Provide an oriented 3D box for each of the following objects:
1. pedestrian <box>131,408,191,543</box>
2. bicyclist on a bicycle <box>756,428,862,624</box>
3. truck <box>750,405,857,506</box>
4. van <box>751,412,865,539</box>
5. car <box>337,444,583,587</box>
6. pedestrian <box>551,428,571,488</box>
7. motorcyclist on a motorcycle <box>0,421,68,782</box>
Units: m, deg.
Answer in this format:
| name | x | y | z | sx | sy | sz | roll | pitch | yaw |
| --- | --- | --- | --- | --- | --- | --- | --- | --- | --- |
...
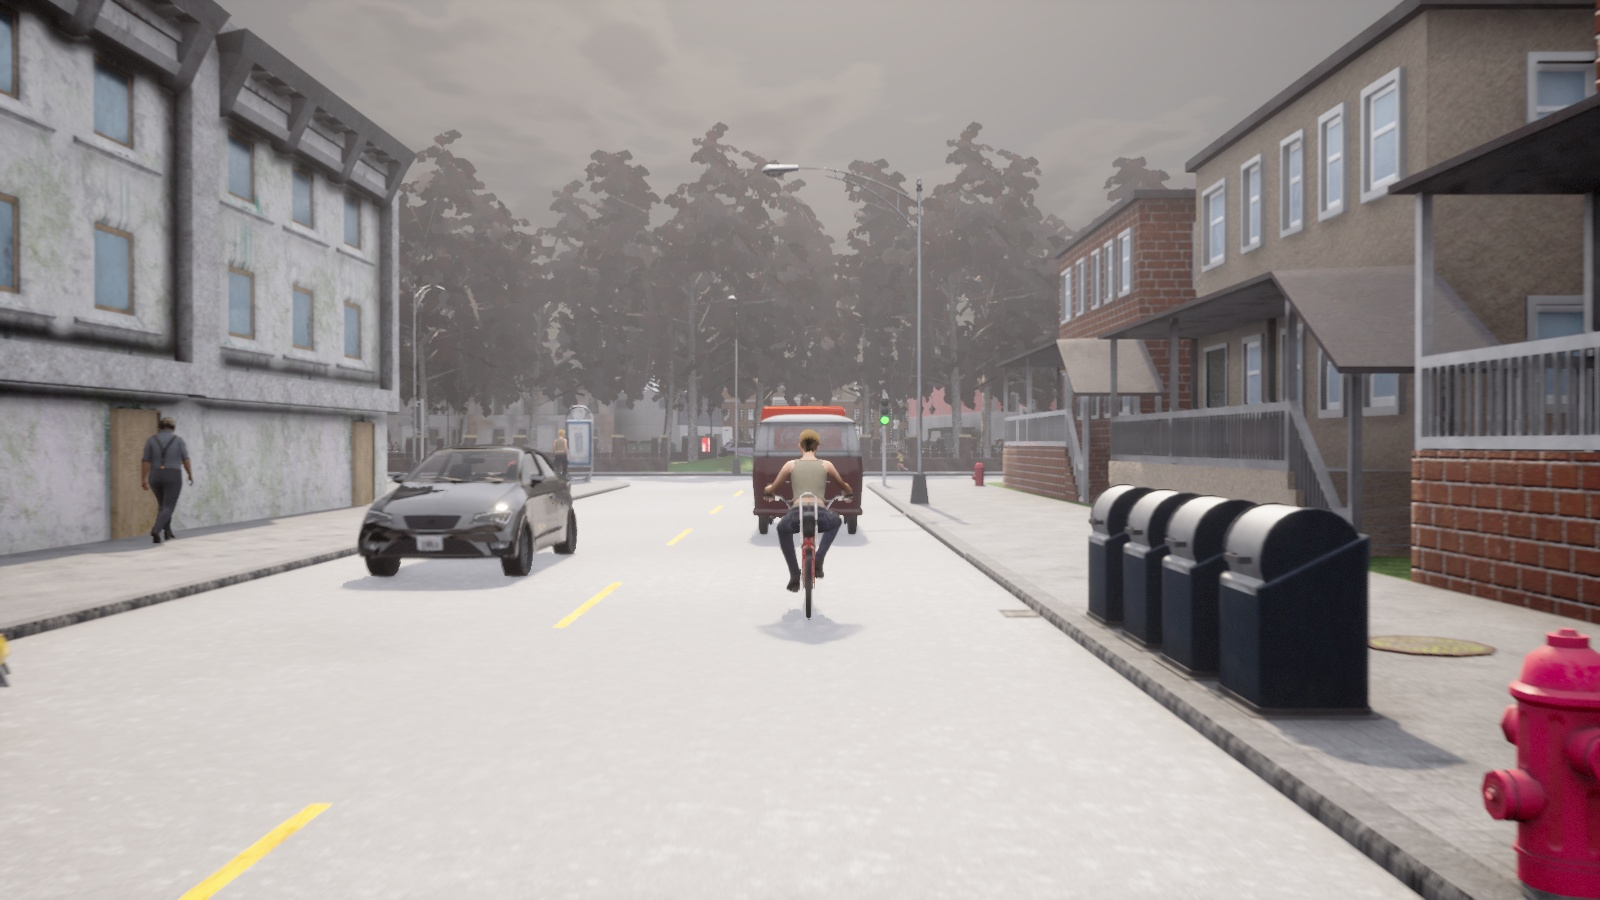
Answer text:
| name | x | y | z | sx | sy | sz | roll | pitch | yaw |
| --- | --- | --- | --- | --- | --- | --- | --- | --- | --- |
| pedestrian | -8.943 | 0.351 | 17.584 | 0.540 | 1.848 | 0.694 | 0 | 0 | -7 |
| bicyclist on a bicycle | 0.077 | 0.622 | 11.065 | 0.866 | 1.612 | 1.509 | 0 | 0 | 0 |
| truck | 0.170 | 0.084 | 33.444 | 2.627 | 2.467 | 5.204 | 0 | 1 | 2 |
| van | 0.137 | 0.379 | 21.798 | 1.775 | 1.987 | 4.442 | 0 | 0 | 0 |
| car | -3.899 | 0.673 | 15.169 | 1.816 | 1.474 | 4.193 | 0 | 0 | 0 |
| pedestrian | -7.361 | 0.235 | 38.676 | 0.345 | 1.836 | 0.594 | 0 | 0 | 18 |
| motorcyclist on a motorcycle | -3.956 | 0.668 | 5.126 | 0.866 | 1.590 | 1.817 | 0 | 0 | 0 |
